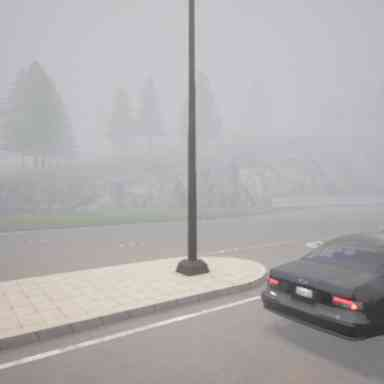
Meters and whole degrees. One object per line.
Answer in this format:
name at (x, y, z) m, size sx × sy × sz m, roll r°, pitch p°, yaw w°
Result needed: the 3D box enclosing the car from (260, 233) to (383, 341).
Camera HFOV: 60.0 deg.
car at (3.708, 1.518, 6.381) m, size 5.357 × 1.411 × 2.033 m, roll 0°, pitch 0°, yaw -35°
